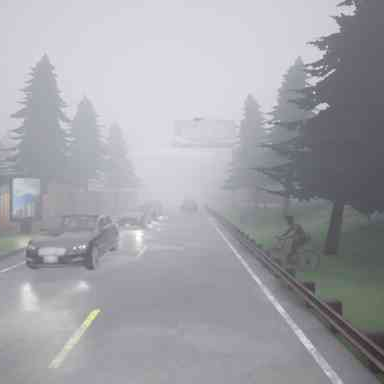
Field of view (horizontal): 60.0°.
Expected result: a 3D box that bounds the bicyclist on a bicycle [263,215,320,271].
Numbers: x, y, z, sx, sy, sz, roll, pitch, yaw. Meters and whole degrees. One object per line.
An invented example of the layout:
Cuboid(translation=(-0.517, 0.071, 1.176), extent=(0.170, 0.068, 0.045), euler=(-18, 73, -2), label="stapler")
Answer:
Cuboid(translation=(2.862, 1.497, 9.452), extent=(1.656, 1.620, 0.582), euler=(4, 3, -1), label="bicyclist on a bicycle")

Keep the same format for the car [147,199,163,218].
Cuboid(translation=(-3.794, 1.568, 27.392), extent=(1.994, 1.385, 4.181), euler=(0, 0, -1), label="car")

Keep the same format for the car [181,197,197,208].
Cuboid(translation=(-0.436, 1.490, 48.638), extent=(2.128, 1.511, 4.902), euler=(0, 0, -1), label="car")

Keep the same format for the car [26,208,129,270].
Cuboid(translation=(-3.709, 1.492, 11.116), extent=(2.128, 1.511, 4.902), euler=(0, 0, -1), label="car")

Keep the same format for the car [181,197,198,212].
Cuboid(translation=(-0.319, 1.562, 38.635), extent=(1.994, 1.385, 4.181), euler=(0, 0, -1), label="car")

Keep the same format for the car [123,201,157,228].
Cuboid(translation=(-3.828, 1.547, 22.272), extent=(2.033, 1.411, 5.357), euler=(0, 0, 0), label="car")
